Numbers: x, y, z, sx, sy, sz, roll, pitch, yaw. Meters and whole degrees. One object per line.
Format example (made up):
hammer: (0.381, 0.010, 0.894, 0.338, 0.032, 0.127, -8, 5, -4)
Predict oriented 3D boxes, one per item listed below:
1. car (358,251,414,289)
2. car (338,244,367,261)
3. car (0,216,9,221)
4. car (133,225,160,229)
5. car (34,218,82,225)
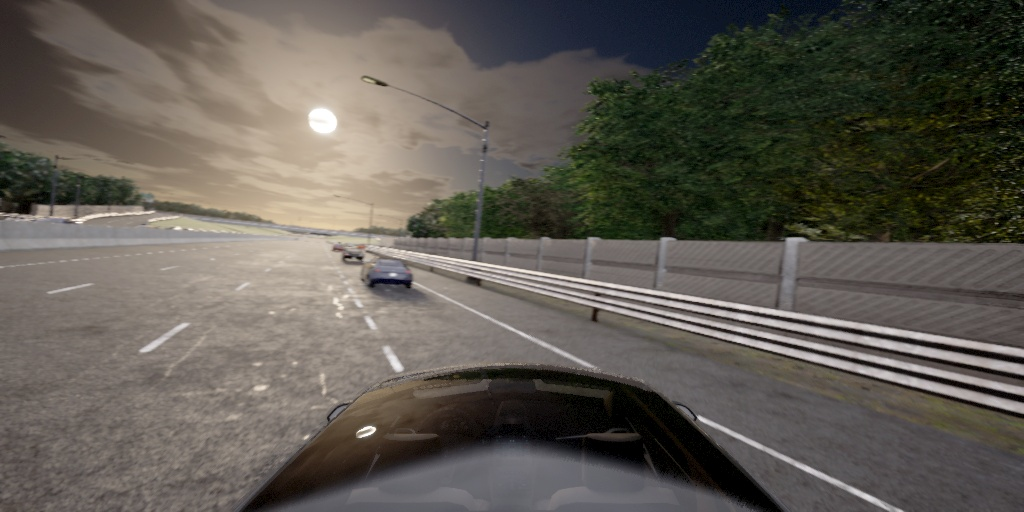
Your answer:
car: (-6.187, 0.710, 17.612, 1.994, 1.385, 4.181, 5, 0, -28)
car: (-15.737, -0.163, 35.349, 1.895, 1.301, 4.718, 5, 0, -28)
car: (-44.444, -2.933, 29.780, 1.812, 1.442, 4.674, 5, 1, -28)
car: (-43.441, -2.889, 42.704, 1.882, 1.535, 5.008, 5, 0, -28)
car: (-42.321, -2.773, 33.204, 1.882, 1.535, 5.008, 5, 1, -28)
